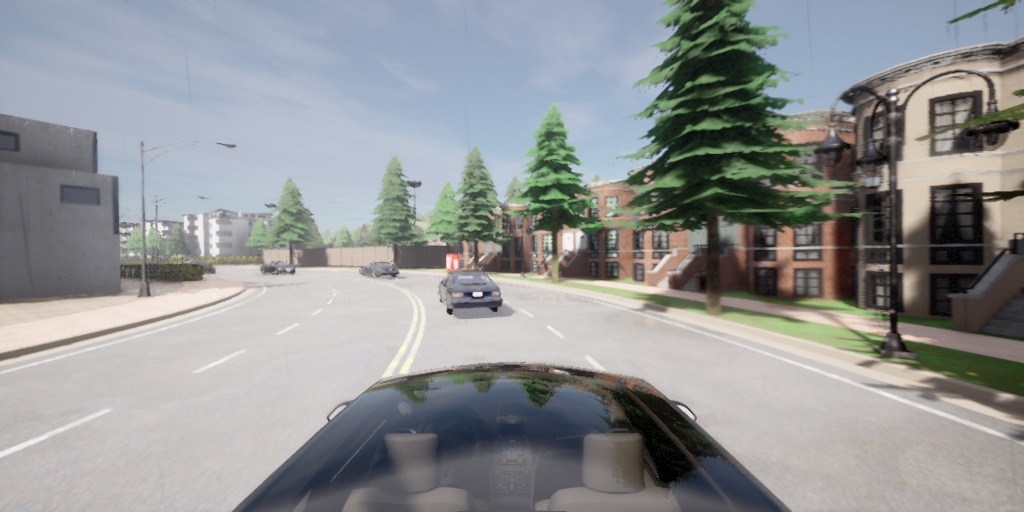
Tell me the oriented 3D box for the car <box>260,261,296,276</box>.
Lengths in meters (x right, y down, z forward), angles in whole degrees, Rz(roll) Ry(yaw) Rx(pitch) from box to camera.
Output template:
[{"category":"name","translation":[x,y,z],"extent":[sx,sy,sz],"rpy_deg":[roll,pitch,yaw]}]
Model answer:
[{"category":"car","translation":[-24.929,1.288,38.192],"extent":[4.902,1.511,2.128],"rpy_deg":[0,0,34]}]

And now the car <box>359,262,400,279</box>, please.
[{"category":"car","translation":[-11.980,1.232,32.233],"extent":[2.033,1.411,5.357],"rpy_deg":[-1,0,-42]}]

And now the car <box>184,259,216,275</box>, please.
[{"category":"car","translation":[-35.748,1.256,40.865],"extent":[4.553,1.767,2.097],"rpy_deg":[0,0,32]}]

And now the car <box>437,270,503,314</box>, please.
[{"category":"car","translation":[-1.756,1.237,13.687],"extent":[2.033,1.411,5.357],"rpy_deg":[-1,0,-16]}]

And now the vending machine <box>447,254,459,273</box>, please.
[{"category":"vending machine","translation":[-6.025,0.781,36.675],"extent":[1.100,2.100,0.880],"rpy_deg":[0,0,-41]}]
